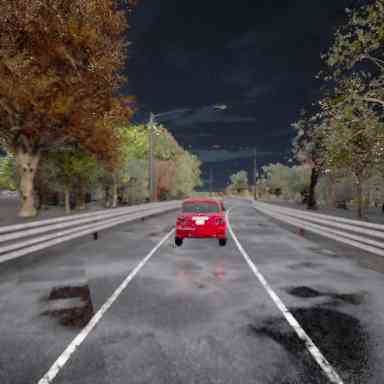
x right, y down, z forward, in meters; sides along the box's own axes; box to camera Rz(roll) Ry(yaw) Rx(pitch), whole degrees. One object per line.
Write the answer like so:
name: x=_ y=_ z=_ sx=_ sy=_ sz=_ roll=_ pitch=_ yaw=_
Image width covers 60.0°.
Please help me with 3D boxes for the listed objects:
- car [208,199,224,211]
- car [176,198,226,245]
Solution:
car: x=3.435 y=1.774 z=46.162 sx=1.882 sy=1.535 sz=5.008 roll=0 pitch=0 yaw=9
car: x=0.471 y=1.313 z=16.114 sx=2.150 sy=2.045 sz=5.566 roll=0 pitch=0 yaw=3
